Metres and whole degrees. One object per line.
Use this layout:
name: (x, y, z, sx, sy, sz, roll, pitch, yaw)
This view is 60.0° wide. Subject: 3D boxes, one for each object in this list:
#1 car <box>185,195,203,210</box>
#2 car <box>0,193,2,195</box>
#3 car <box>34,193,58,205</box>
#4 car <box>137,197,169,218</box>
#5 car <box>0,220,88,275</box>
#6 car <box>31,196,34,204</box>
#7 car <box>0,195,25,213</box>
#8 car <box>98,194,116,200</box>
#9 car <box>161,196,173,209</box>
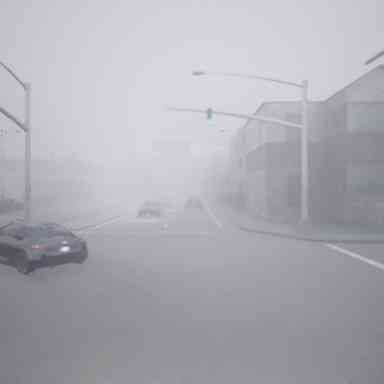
car: (0.206, 1.174, 39.614, 2.097, 1.767, 4.553, 0, 0, 0)
car: (-25.773, 1.110, 44.124, 1.932, 1.855, 4.605, 0, 0, 0)
car: (-22.488, 1.052, 51.993, 1.905, 1.878, 3.866, 0, 0, 0)
car: (-3.511, 1.418, 29.335, 2.033, 1.411, 5.357, 0, 0, 0)
car: (-5.305, 1.608, 10.848, 4.181, 1.385, 1.994, 1, 1, 37)
car: (-25.812, 1.336, 52.604, 1.970, 1.475, 3.806, 0, 0, 0)
car: (-18.830, 1.351, 34.115, 2.007, 1.523, 4.514, 0, 0, 0)
car: (-21.945, 1.303, 85.995, 4.611, 1.667, 2.242, 0, 0, 0)
car: (-3.454, 1.316, 42.293, 1.837, 1.490, 4.892, 0, 1, 1)
